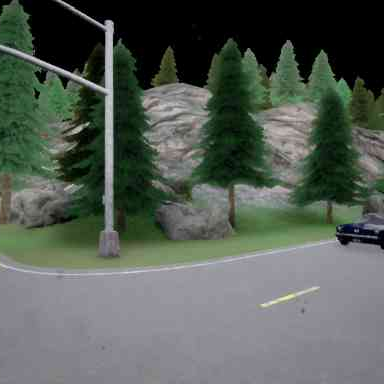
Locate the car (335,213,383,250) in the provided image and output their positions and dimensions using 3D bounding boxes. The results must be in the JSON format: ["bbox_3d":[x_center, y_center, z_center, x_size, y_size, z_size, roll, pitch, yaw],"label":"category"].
[{"bbox_3d":[8.198,1.610,14.516,4.718,1.301,1.895,0,0,-39],"label":"car"}]
